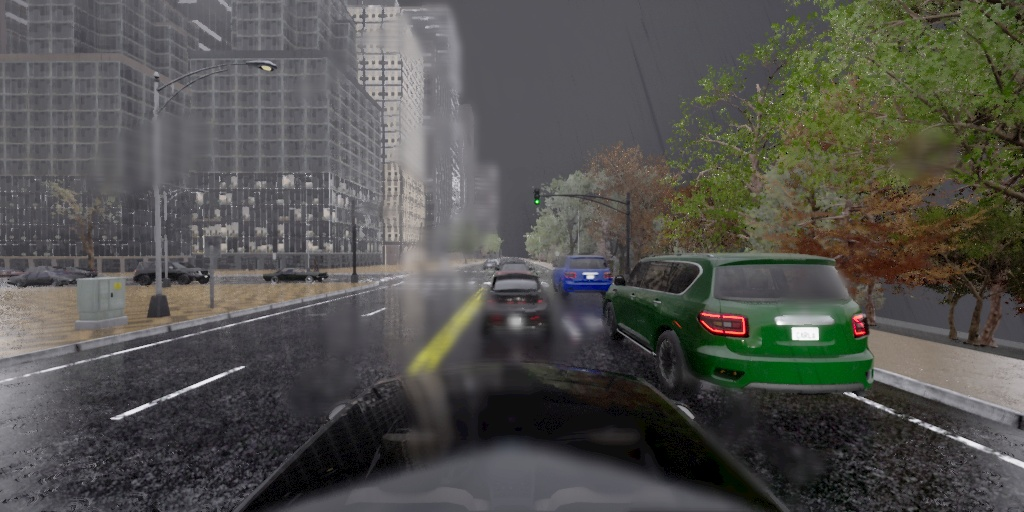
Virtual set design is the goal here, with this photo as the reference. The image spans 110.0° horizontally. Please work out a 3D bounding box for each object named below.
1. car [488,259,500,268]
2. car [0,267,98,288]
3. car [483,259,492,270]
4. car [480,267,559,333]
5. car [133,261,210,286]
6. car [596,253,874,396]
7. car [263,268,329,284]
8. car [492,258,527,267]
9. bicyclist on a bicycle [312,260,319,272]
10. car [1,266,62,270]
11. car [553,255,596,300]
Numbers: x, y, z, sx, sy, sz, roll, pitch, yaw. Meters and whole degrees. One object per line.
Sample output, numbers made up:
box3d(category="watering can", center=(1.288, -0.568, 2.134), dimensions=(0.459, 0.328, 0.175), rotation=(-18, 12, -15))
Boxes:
box3d(category="car", center=(-3.151, 1.285, 63.266), dimensions=(1.812, 1.442, 4.674), rotation=(0, 0, 0))
box3d(category="car", center=(-39.574, 1.943, 30.763), dimensions=(5.357, 1.411, 2.033), rotation=(-1, 0, 0))
box3d(category="car", center=(-3.201, 1.249, 53.582), dimensions=(2.128, 1.511, 4.902), rotation=(0, 0, 0))
box3d(category="car", center=(0.117, 1.257, 10.718), dimensions=(1.837, 1.490, 4.892), rotation=(0, 0, 0))
box3d(category="car", center=(-28.908, 1.450, 30.672), dimensions=(5.566, 2.045, 2.150), rotation=(-1, 0, 1))
box3d(category="car", center=(3.347, 0.972, 6.734), dimensions=(2.150, 2.045, 5.566), rotation=(0, 0, 1))
box3d(category="car", center=(-18.334, 1.662, 30.603), dimensions=(4.718, 1.301, 1.895), rotation=(-1, 0, 1))
box3d(category="car", center=(0.136, 1.104, 21.229), dimensions=(2.097, 1.767, 4.553), rotation=(0, 0, 0))
box3d(category="bicyclist on a bicycle", center=(-24.534, 1.341, 44.740), dimensions=(0.582, 1.620, 1.656), rotation=(-1, 1, 0))
box3d(category="car", center=(-49.376, 1.847, 37.482), dimensions=(4.553, 1.767, 2.097), rotation=(-1, 0, 1))
box3d(category="car", center=(3.364, 0.976, 17.902), dimensions=(2.150, 2.045, 5.566), rotation=(0, 0, 1))
